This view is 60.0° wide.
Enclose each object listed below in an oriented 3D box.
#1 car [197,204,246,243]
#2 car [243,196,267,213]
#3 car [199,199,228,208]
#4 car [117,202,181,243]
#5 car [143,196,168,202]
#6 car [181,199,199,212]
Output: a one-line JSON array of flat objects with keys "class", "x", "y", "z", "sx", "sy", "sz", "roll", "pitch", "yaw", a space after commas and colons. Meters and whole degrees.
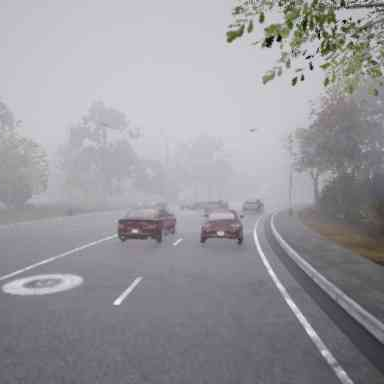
[{"class": "car", "x": 1.505, "y": 1.522, "z": 15.923, "sx": 1.812, "sy": 1.442, "sz": 4.674, "roll": 0, "pitch": 0, "yaw": 8}, {"class": "car", "x": 6.857, "y": 1.500, "z": 36.756, "sx": 2.128, "sy": 1.511, "sz": 4.902, "roll": 0, "pitch": 0, "yaw": 20}, {"class": "car", "x": 2.686, "y": 1.477, "z": 35.441, "sx": 2.128, "sy": 1.511, "sz": 4.902, "roll": 0, "pitch": 0, "yaw": 18}, {"class": "car", "x": -2.002, "y": 1.459, "z": 16.126, "sx": 1.882, "sy": 1.535, "sz": 5.008, "roll": 0, "pitch": 0, "yaw": 8}, {"class": "car", "x": -4.282, "y": 1.298, "z": 37.218, "sx": 2.097, "sy": 1.767, "sz": 4.553, "roll": 0, "pitch": 0, "yaw": 19}, {"class": "car", "x": 0.201, "y": 1.514, "z": 39.629, "sx": 2.033, "sy": 1.411, "sz": 5.357, "roll": 0, "pitch": 0, "yaw": 20}]
